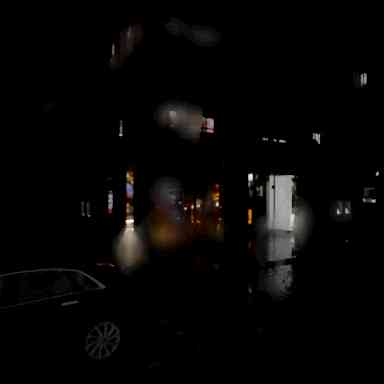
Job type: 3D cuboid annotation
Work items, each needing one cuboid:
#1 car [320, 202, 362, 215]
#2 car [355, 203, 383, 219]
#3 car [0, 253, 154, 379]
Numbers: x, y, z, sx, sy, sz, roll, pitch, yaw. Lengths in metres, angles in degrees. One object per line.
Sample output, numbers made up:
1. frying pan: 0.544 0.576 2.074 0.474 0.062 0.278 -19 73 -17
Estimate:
1. car: 17.752 1.902 39.685 1.802 1.307 4.206 -1 0 -35
2. car: 16.217 1.805 32.424 1.994 1.385 4.181 0 -1 -35
3. car: -2.625 1.551 4.226 4.403 1.369 2.008 0 0 -35
